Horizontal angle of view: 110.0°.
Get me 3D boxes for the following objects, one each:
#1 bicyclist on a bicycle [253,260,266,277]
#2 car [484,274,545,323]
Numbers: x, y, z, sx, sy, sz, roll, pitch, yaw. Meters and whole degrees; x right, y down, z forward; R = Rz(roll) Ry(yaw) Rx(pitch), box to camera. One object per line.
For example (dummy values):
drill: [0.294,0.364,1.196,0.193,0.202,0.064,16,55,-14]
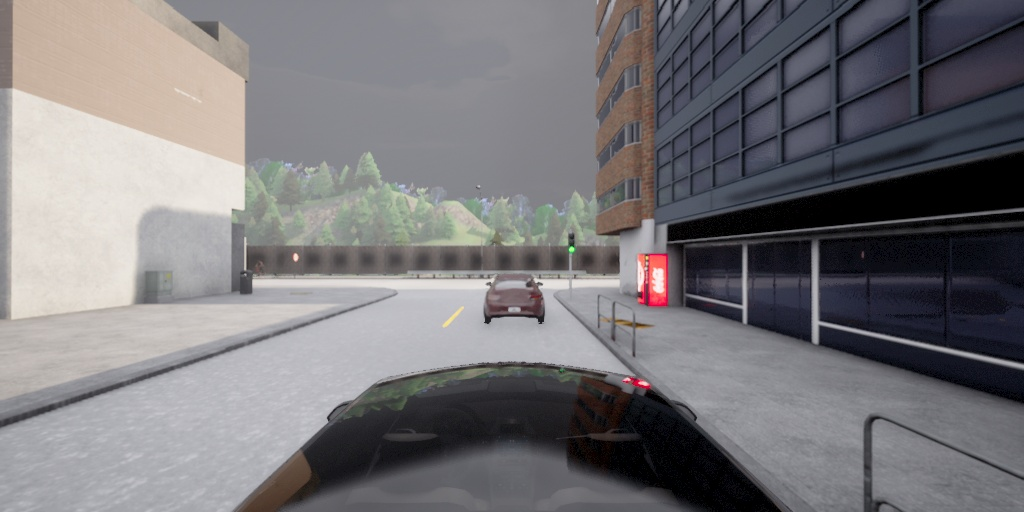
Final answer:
bicyclist on a bicycle: [-24.201,1.219,34.375,0.582,1.620,1.656,0,0,0]
car: [0.078,1.314,12.121,1.812,1.442,4.674,0,0,0]
